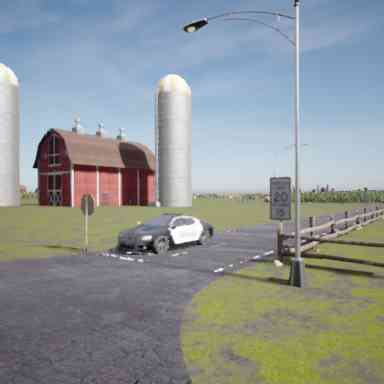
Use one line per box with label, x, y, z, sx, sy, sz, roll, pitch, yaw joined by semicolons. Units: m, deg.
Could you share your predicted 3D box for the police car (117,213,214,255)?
police car;-1.061;1.726;14.638;2.038;1.542;4.974;-1;-1;35
